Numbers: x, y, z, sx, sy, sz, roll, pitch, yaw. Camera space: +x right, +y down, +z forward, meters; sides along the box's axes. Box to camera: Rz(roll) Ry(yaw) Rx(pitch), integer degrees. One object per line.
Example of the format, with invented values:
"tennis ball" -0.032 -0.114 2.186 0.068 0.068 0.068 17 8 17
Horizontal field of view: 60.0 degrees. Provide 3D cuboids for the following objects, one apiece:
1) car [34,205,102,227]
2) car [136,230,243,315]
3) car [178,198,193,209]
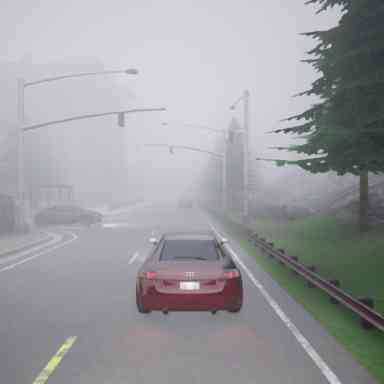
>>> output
"car" -8.157 1.543 22.128 4.181 1.385 1.994 0 0 -7
"car" -0.072 1.561 7.657 1.994 1.385 4.181 0 0 -1
"car" -0.855 1.531 45.312 2.033 1.411 5.357 0 0 -1
